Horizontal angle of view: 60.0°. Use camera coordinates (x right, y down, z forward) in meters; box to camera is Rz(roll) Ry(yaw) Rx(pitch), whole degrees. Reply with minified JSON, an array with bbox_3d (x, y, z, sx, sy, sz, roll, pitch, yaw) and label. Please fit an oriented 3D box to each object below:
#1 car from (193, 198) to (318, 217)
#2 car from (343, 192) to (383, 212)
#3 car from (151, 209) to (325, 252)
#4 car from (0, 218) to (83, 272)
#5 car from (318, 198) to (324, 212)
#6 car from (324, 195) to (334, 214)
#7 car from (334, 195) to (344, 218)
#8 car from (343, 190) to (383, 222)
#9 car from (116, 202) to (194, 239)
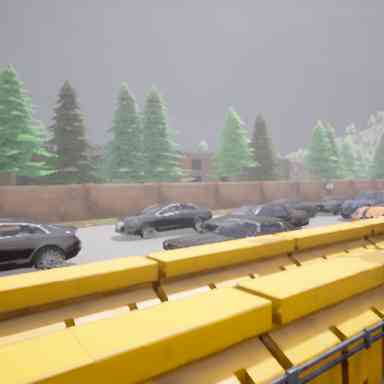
[{"bbox_3d":[2.954,1.224,14.685,5.357,1.411,2.033,-2,1,-35],"label":"car"},{"bbox_3d":[14.455,0.734,27.141,4.181,1.385,1.994,-2,1,-35],"label":"car"},{"bbox_3d":[1.478,1.407,9.331,4.718,1.301,1.895,-2,1,-36],"label":"car"},{"bbox_3d":[-5.429,1.484,8.703,4.902,1.511,2.128,-2,1,-35],"label":"car"},{"bbox_3d":[6.106,1.048,21.220,4.181,1.385,1.994,-2,1,-35],"label":"car"},{"bbox_3d":[10.410,0.889,24.183,4.181,1.385,1.994,-2,1,-35],"label":"car"},{"bbox_3d":[11.170,0.719,20.529,4.553,1.767,2.097,-2,1,-35],"label":"car"},{"bbox_3d":[9.095,0.872,14.760,4.553,1.767,2.097,-2,1,-35],"label":"car"},{"bbox_3d":[-1.221,1.252,16.003,4.902,1.511,2.128,-2,1,-35],"label":"car"}]
